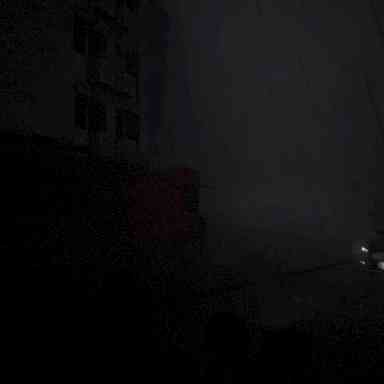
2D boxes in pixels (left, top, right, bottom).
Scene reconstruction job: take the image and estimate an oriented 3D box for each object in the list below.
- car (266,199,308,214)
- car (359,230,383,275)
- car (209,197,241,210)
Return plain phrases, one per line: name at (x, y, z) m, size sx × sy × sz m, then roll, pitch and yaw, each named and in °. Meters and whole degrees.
car at (9.955, 1.526, 35.304) m, size 1.812 × 1.442 × 4.674 m, roll 0°, pitch 0°, yaw -36°
car at (6.580, 1.491, 9.315) m, size 4.902 × 1.511 × 2.128 m, roll 0°, pitch 0°, yaw -36°
car at (4.226, 1.478, 43.303) m, size 1.882 × 1.535 × 5.008 m, roll 0°, pitch 0°, yaw -36°
